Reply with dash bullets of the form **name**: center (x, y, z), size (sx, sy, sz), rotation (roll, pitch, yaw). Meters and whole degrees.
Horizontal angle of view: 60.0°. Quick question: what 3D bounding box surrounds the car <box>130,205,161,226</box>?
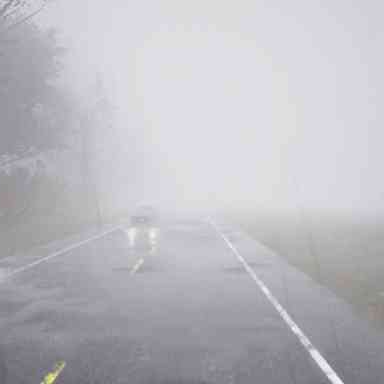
- **car**: center (-3.596, 1.785, 26.316), size (1.882, 1.535, 5.008), rotation (0, -1, 0)

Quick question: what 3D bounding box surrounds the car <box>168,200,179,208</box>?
- **car**: center (-3.505, 2.187, 62.365), size (1.882, 1.535, 5.008), rotation (0, 0, 0)
